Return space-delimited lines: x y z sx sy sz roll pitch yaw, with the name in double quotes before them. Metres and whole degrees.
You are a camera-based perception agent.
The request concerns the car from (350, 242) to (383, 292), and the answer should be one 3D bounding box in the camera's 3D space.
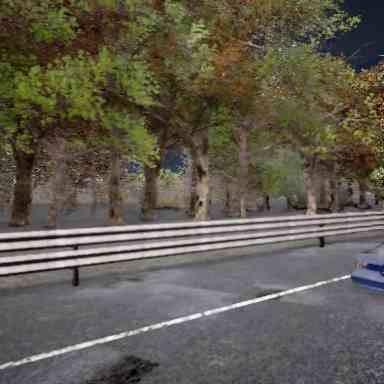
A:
"car" 5.953 1.595 7.962 5.357 1.411 2.033 0 0 -35
